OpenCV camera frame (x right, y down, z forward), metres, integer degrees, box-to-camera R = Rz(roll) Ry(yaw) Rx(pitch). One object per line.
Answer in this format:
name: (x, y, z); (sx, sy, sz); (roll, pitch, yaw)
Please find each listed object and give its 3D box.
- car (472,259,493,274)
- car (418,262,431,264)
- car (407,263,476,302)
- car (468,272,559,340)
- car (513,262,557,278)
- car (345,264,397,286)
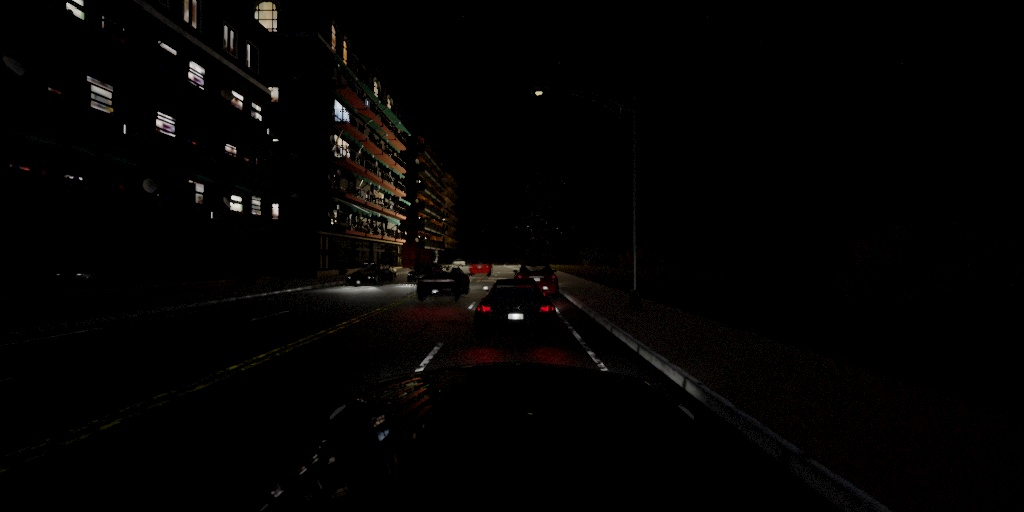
car: (-3.131, 1.103, 36.726); (2.097, 1.767, 4.553); (0, 0, 0)
car: (-6.590, 1.257, 27.475); (1.837, 1.490, 4.892); (0, 0, 0)
car: (-3.145, 1.242, 17.122); (2.128, 1.511, 4.902); (0, 0, 0)
car: (0.097, 1.315, 9.983); (1.994, 1.385, 4.181); (0, 0, 0)
car: (1.144, 1.103, 18.563); (2.097, 1.767, 4.553); (0, 0, 0)
car: (-9.842, 1.300, 25.629); (2.033, 1.411, 5.357); (0, 0, 0)
